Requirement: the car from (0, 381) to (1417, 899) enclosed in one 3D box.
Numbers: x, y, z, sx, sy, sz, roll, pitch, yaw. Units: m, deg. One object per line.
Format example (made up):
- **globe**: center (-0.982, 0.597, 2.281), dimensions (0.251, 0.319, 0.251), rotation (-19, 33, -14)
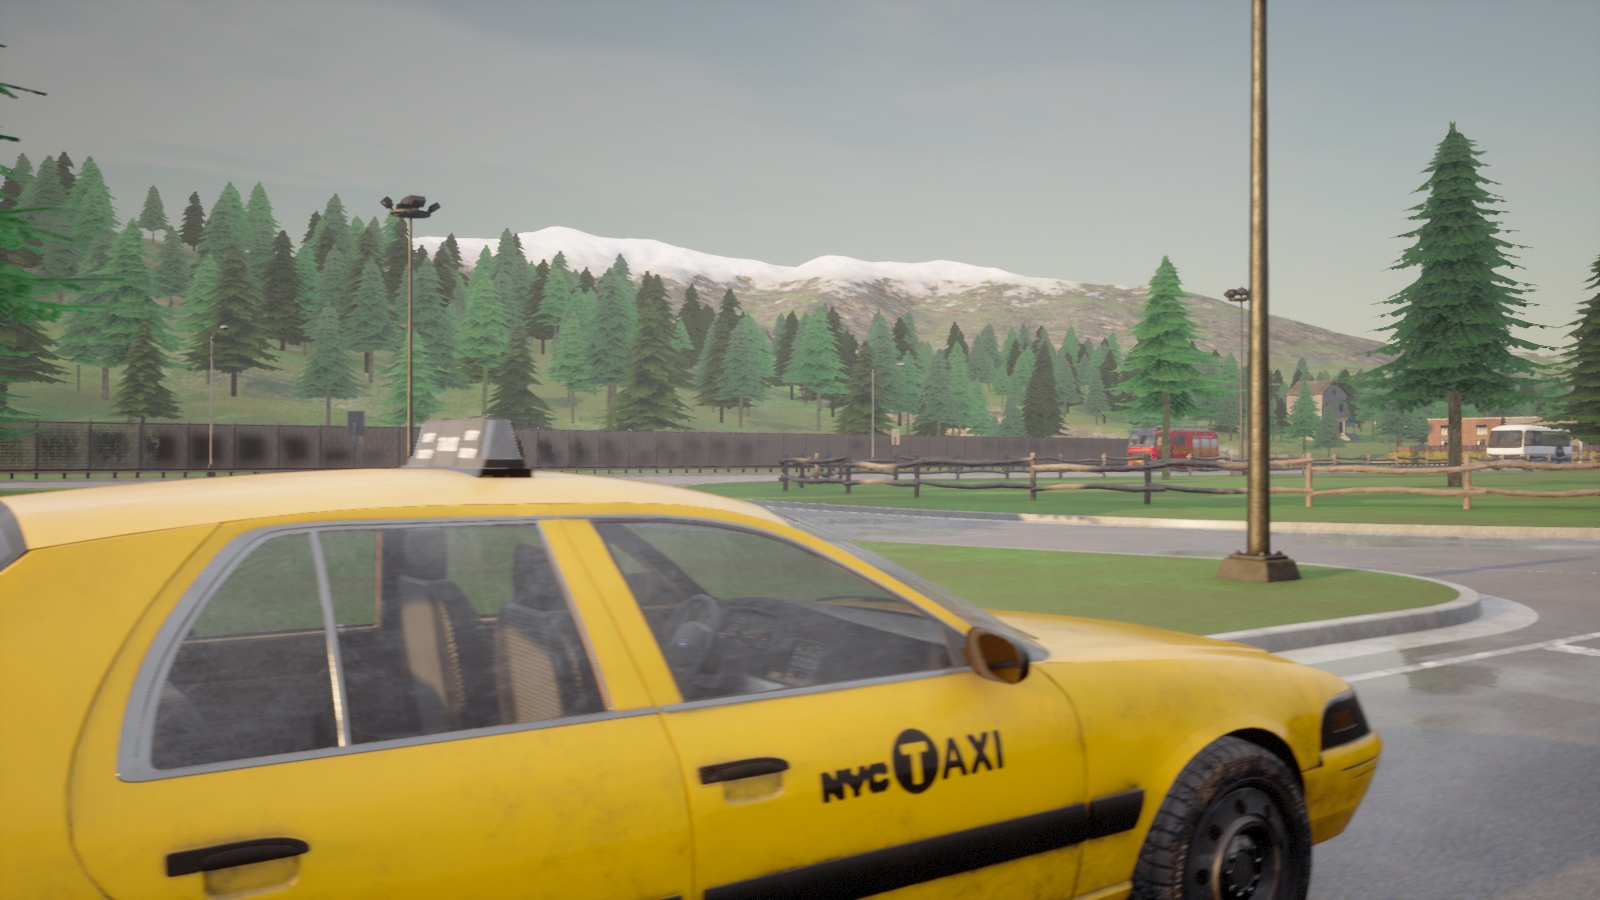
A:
- **car**: center (-0.804, 0.693, 3.098), dimensions (5.366, 1.575, 1.801), rotation (0, 0, -35)
